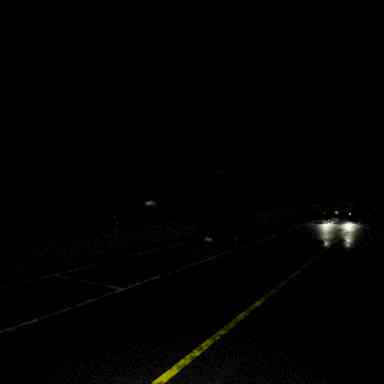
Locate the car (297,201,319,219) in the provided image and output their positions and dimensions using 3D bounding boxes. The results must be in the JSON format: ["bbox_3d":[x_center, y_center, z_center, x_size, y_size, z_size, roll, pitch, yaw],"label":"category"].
[{"bbox_3d":[10.538,1.583,29.468,1.802,1.307,4.206,0,0,32],"label":"car"}]

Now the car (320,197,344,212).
[{"bbox_3d":[16.359,1.442,38.861,1.967,1.590,4.097,0,0,32],"label":"car"}]

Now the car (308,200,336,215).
[{"bbox_3d":[13.448,1.567,34.165,1.947,1.339,4.313,0,0,32],"label":"car"}]

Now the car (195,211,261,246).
[{"bbox_3d":[1.807,1.566,15.379,1.947,1.339,4.313,0,0,32],"label":"car"}]

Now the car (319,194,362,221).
[{"bbox_3d":[12.488,1.223,27.730,2.150,2.045,5.566,0,0,32],"label":"car"}]
